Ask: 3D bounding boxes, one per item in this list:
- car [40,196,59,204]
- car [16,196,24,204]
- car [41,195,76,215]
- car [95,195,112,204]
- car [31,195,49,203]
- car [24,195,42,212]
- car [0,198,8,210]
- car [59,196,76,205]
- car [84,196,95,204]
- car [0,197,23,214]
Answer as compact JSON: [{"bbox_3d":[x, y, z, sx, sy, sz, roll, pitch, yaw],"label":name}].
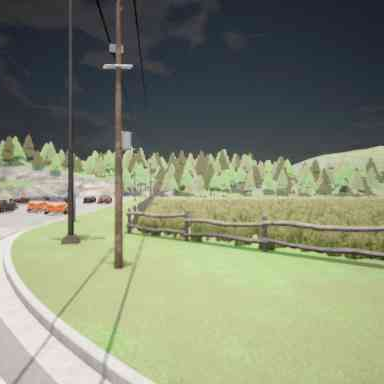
[{"bbox_3d":[-27.039,1.498,63.294,1.882,1.535,5.008,0,0,-6],"label":"car"},{"bbox_3d":[-30.116,1.497,58.037,1.882,1.535,5.008,0,0,-6],"label":"car"},{"bbox_3d":[-13.490,1.363,34.397,2.097,1.767,4.553,0,0,-6],"label":"car"},{"bbox_3d":[-16.489,1.369,63.372,2.097,1.767,4.553,0,0,-6],"label":"car"},{"bbox_3d":[-31.186,1.332,68.401,1.882,1.535,5.008,0,0,-6],"label":"car"},{"bbox_3d":[-17.510,1.364,39.127,2.097,1.767,4.553,0,0,-6],"label":"car"},{"bbox_3d":[-24.748,1.540,41.067,1.812,1.442,4.674,0,0,-6],"label":"car"},{"bbox_3d":[-23.468,1.545,62.780,1.812,1.442,4.674,0,0,-6],"label":"car"},{"bbox_3d":[-20.352,1.497,66.685,1.882,1.535,5.008,0,0,-6],"label":"car"},{"bbox_3d":[-20.693,1.560,35.893,2.033,1.411,5.357,0,0,-6],"label":"car"}]
